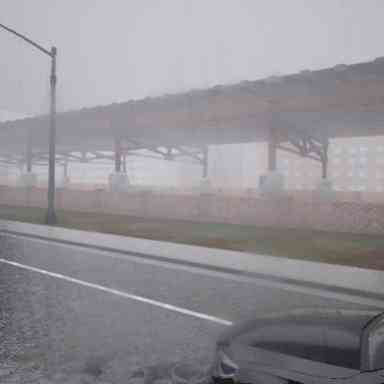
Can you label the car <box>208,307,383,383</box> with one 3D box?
[{"bbox_3d":[2.327,1.534,2.342,4.674,1.442,1.812,1,1,36],"label":"car"}]
